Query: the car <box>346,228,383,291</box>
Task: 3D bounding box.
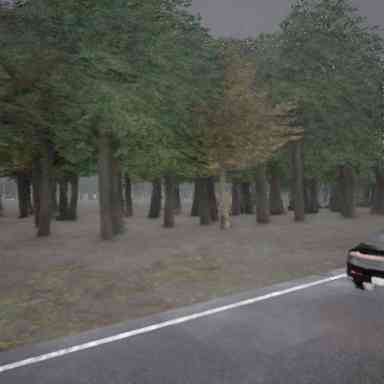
[{"bbox_3d":[5.563,1.506,7.810,4.902,1.511,2.128,0,0,-36],"label":"car"}]
